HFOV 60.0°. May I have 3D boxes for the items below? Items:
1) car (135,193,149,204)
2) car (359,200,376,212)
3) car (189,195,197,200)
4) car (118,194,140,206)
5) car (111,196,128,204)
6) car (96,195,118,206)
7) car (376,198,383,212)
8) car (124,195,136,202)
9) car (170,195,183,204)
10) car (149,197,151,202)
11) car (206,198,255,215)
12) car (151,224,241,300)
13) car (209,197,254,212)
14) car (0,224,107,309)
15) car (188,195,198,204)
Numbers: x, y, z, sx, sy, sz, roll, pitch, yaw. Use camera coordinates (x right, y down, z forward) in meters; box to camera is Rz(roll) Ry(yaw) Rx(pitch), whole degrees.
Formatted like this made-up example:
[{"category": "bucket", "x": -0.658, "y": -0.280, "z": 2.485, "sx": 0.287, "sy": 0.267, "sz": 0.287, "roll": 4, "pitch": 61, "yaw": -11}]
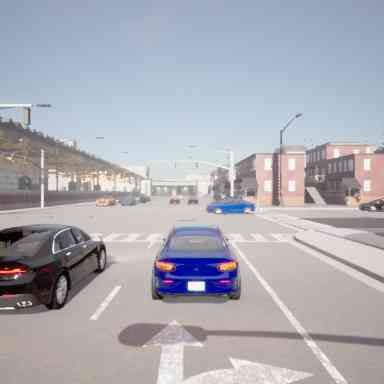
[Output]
[{"category": "car", "x": -10.382, "y": 1.220, "z": 65.250, "sx": 2.150, "sy": 2.045, "sz": 5.566, "roll": 0, "pitch": 0, "yaw": 0}, {"category": "car", "x": 21.712, "y": 1.503, "z": 38.071, "sx": 4.892, "sy": 1.490, "sz": 1.837, "roll": 0, "pitch": 0, "yaw": 0}, {"category": "car", "x": 0.208, "y": 1.540, "z": 91.697, "sx": 2.033, "sy": 1.411, "sz": 5.357, "roll": 0, "pitch": 0, "yaw": 0}, {"category": "car", "x": -10.450, "y": 1.547, "z": 55.389, "sx": 2.033, "sy": 1.411, "sz": 5.357, "roll": 0, "pitch": 0, "yaw": 0}, {"category": "car", "x": -13.895, "y": 1.492, "z": 63.733, "sx": 2.128, "sy": 1.511, "sz": 4.902, "roll": 0, "pitch": 0, "yaw": 1}, {"category": "car", "x": -13.956, "y": 1.352, "z": 53.684, "sx": 2.097, "sy": 1.767, "sz": 4.553, "roll": 0, "pitch": 0, "yaw": 0}, {"category": "car", "x": 22.303, "y": 1.351, "z": 34.568, "sx": 4.553, "sy": 1.767, "sz": 2.097, "roll": 0, "pitch": 0, "yaw": 0}, {"category": "car", "x": -13.832, "y": 1.524, "z": 74.140, "sx": 1.812, "sy": 1.442, "sz": 4.674, "roll": 0, "pitch": 0, "yaw": 0}, {"category": "car", "x": -3.251, "y": 1.601, "z": 64.909, "sx": 1.895, "sy": 1.301, "sz": 4.718, "roll": 0, "pitch": 0, "yaw": 0}, {"category": "car", "x": -10.330, "y": 1.552, "z": 75.119, "sx": 1.994, "sy": 1.385, "sz": 4.181, "roll": 0, "pitch": 0, "yaw": 0}, {"category": "car", "x": 3.923, "y": 1.477, "z": 33.778, "sx": 5.008, "sy": 1.535, "sz": 1.882, "roll": 0, "pitch": -1, "yaw": -12}, {"category": "car", "x": 0.096, "y": 1.526, "z": 8.286, "sx": 1.812, "sy": 1.442, "sz": 4.674, "roll": 0, "pitch": 0, "yaw": 0}, {"category": "car", "x": 4.681, "y": 1.477, "z": 39.539, "sx": 5.008, "sy": 1.535, "sz": 1.882, "roll": 0, "pitch": 1, "yaw": 21}, {"category": "car", "x": -3.411, "y": 1.505, "z": 7.831, "sx": 1.837, "sy": 1.490, "sz": 4.892, "roll": 0, "pitch": 0, "yaw": 0}, {"category": "car", "x": 0.247, "y": 1.601, "z": 64.899, "sx": 1.895, "sy": 1.301, "sz": 4.718, "roll": 0, "pitch": 0, "yaw": 0}]
